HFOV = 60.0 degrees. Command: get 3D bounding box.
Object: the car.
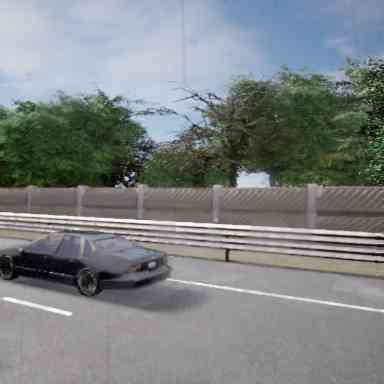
[{"bbox_3d":[-3.164,1.755,9.053,5.357,1.411,2.033,0,-2,28],"label":"car"}]
